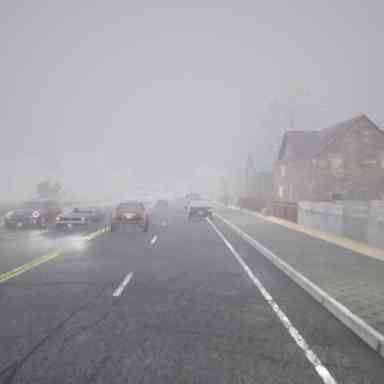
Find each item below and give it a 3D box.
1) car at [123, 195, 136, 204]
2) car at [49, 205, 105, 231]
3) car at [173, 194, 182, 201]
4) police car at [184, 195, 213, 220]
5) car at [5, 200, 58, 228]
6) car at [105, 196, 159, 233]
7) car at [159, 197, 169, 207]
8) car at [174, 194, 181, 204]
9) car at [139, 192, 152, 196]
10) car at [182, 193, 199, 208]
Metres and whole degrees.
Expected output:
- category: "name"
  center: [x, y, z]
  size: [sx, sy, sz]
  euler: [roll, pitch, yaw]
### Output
- category: "car"
  center: [-11.960, 1.422, 63.624]
  size: [1.812, 1.442, 4.674]
  euler: [0, 0, -4]
- category: "car"
  center: [-6.831, 1.561, 20.719]
  size: [1.895, 1.301, 4.718]
  euler: [0, 0, -1]
- category: "car"
  center: [-3.481, 1.313, 80.284]
  size: [1.837, 1.490, 4.892]
  euler: [0, 0, -5]
- category: "police car"
  center: [0.590, 1.351, 27.166]
  size: [1.930, 1.638, 5.238]
  euler: [0, 0, -2]
- category: "car"
  center: [-10.107, 1.318, 21.639]
  size: [2.097, 1.767, 4.553]
  euler: [0, 0, -1]
- category: "car"
  center: [-3.361, 1.307, 19.576]
  size: [2.097, 1.767, 4.553]
  euler: [0, 0, -1]
- category: "car"
  center: [-4.503, 1.412, 50.024]
  size: [1.812, 1.442, 4.674]
  euler: [0, 0, -3]
- category: "car"
  center: [-2.033, 1.349, 61.878]
  size: [2.128, 1.511, 4.902]
  euler: [0, 0, -4]
- category: "car"
  center: [-8.557, 1.101, 61.298]
  size: [2.150, 2.045, 5.566]
  euler: [0, 0, -3]
- category: "car"
  center: [0.245, 1.252, 37.086]
  size: [2.097, 1.767, 4.553]
  euler: [0, 0, -2]
